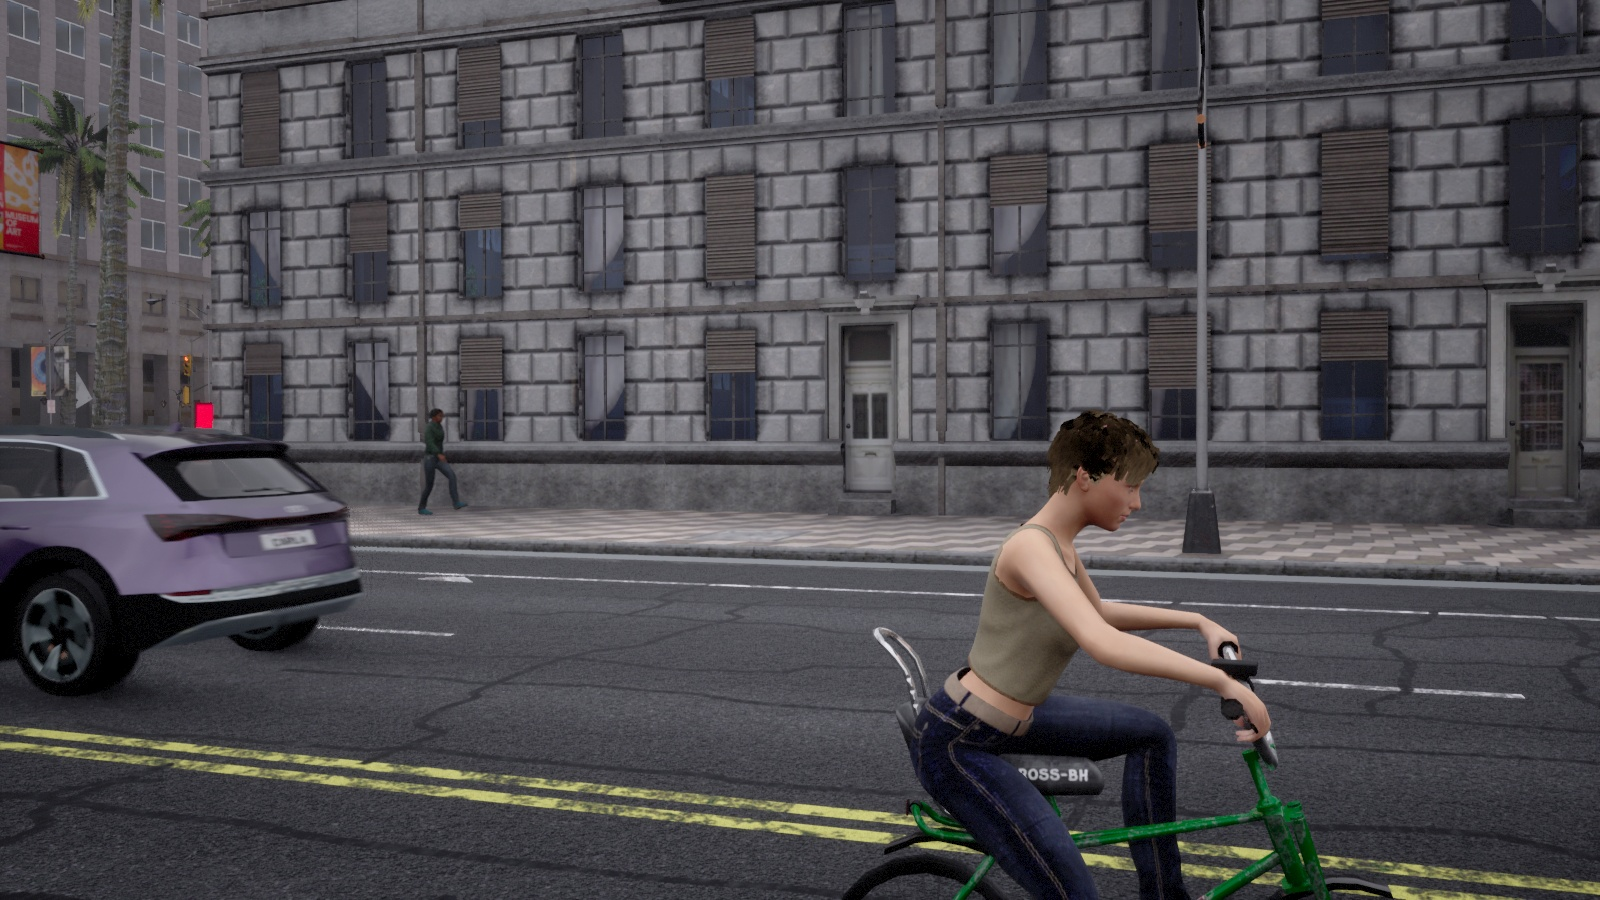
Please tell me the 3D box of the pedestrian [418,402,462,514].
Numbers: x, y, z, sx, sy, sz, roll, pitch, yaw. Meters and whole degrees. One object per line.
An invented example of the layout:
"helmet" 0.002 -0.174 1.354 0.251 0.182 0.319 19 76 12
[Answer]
"pedestrian" -6.023 0.124 21.013 0.614 1.847 0.353 1 1 22

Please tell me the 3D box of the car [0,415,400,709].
"car" -5.481 0.595 8.788 4.856 1.649 2.033 1 1 19

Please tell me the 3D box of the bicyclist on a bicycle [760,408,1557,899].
"bicyclist on a bicycle" 0.767 0.719 2.902 1.509 1.612 0.866 1 1 18
